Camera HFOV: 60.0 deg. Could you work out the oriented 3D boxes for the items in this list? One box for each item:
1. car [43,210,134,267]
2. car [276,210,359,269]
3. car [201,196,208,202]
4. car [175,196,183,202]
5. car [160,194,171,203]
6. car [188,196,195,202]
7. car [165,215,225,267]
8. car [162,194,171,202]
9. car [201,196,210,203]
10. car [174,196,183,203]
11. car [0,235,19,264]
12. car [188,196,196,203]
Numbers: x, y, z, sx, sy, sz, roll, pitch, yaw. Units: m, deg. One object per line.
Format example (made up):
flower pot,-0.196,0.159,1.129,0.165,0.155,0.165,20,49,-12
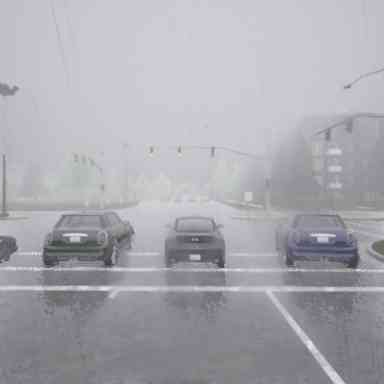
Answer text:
car,-3.408,1.414,11.838,2.097,1.767,4.553,0,0,0
car,4.168,1.414,11.728,2.097,1.767,4.553,0,0,10
car,3.449,1.942,93.781,1.812,1.442,4.674,0,0,0
car,-3.551,1.957,93.776,2.033,1.411,5.357,0,0,0
car,-7.043,1.966,83.356,2.128,1.511,4.902,0,0,0
car,-0.051,1.917,93.779,1.837,1.490,4.892,0,0,0
car,0.093,1.569,11.699,1.837,1.490,4.892,0,0,0
car,-7.051,1.643,93.805,2.150,2.045,5.566,0,0,0
car,3.457,1.918,83.364,1.882,1.535,5.008,0,0,0
car,-3.544,2.038,83.805,1.895,1.301,4.718,0,0,0
car,-6.907,1.596,9.027,2.033,1.411,5.357,0,0,0
car,-0.044,1.995,83.778,1.994,1.385,4.181,0,0,0
